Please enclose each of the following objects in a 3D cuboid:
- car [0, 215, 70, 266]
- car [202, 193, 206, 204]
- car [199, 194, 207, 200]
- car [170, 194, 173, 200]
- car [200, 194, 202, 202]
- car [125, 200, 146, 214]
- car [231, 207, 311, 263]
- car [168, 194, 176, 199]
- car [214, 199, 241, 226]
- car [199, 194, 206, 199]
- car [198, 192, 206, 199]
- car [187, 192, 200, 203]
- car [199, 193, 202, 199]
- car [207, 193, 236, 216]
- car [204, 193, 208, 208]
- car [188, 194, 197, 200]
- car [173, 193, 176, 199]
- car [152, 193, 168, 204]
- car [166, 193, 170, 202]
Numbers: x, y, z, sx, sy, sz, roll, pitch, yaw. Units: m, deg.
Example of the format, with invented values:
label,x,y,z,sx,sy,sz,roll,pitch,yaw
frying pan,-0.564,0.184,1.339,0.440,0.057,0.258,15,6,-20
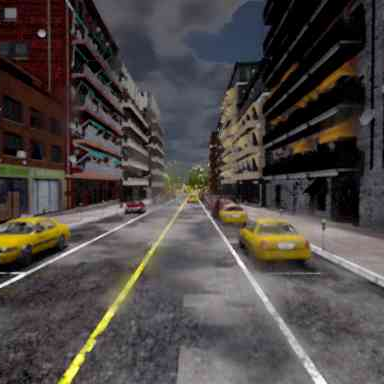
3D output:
label,x,y,z,sx,sy,sz,roll,pitch,yaw
car,-5.687,1.478,11.305,1.752,1.417,4.829,-1,0,0
car,2.744,1.265,44.654,1.967,1.590,4.097,-1,0,0
car,2.809,1.197,83.492,1.752,1.417,4.829,-1,0,0
car,-5.602,1.049,66.714,2.192,1.841,5.009,-1,0,0
car,2.764,1.332,55.702,2.008,1.369,4.403,-1,0,0
car,-5.650,1.447,33.572,1.802,1.307,4.206,-1,0,0
car,2.660,1.480,11.678,1.752,1.417,4.829,-1,0,0
car,-5.553,1.170,94.336,1.887,1.381,4.507,-1,0,0
car,2.721,1.436,22.727,1.752,1.417,4.829,-1,0,0
car,2.819,1.232,88.847,1.802,1.307,4.206,-1,0,0
car,2.823,0.943,94.370,2.192,1.841,5.009,-1,0,0
car,0.102,1.226,63.746,1.882,1.535,5.008,0,0,0
car,2.774,1.325,61.226,1.947,1.339,4.313,-1,0,0
car,2.720,1.205,28.080,2.192,1.841,5.009,-1,0,0
car,2.735,1.286,39.128,1.967,1.590,4.097,-1,0,0
car,0.118,1.105,74.163,1.812,1.442,4.674,0,0,0
car,-5.570,1.219,83.287,2.008,1.369,4.403,-1,0,0
car,-5.615,1.329,55.668,2.008,1.369,4.403,-1,0,0
car,-5.606,1.307,61.191,2.008,1.369,4.403,-1,0,0
